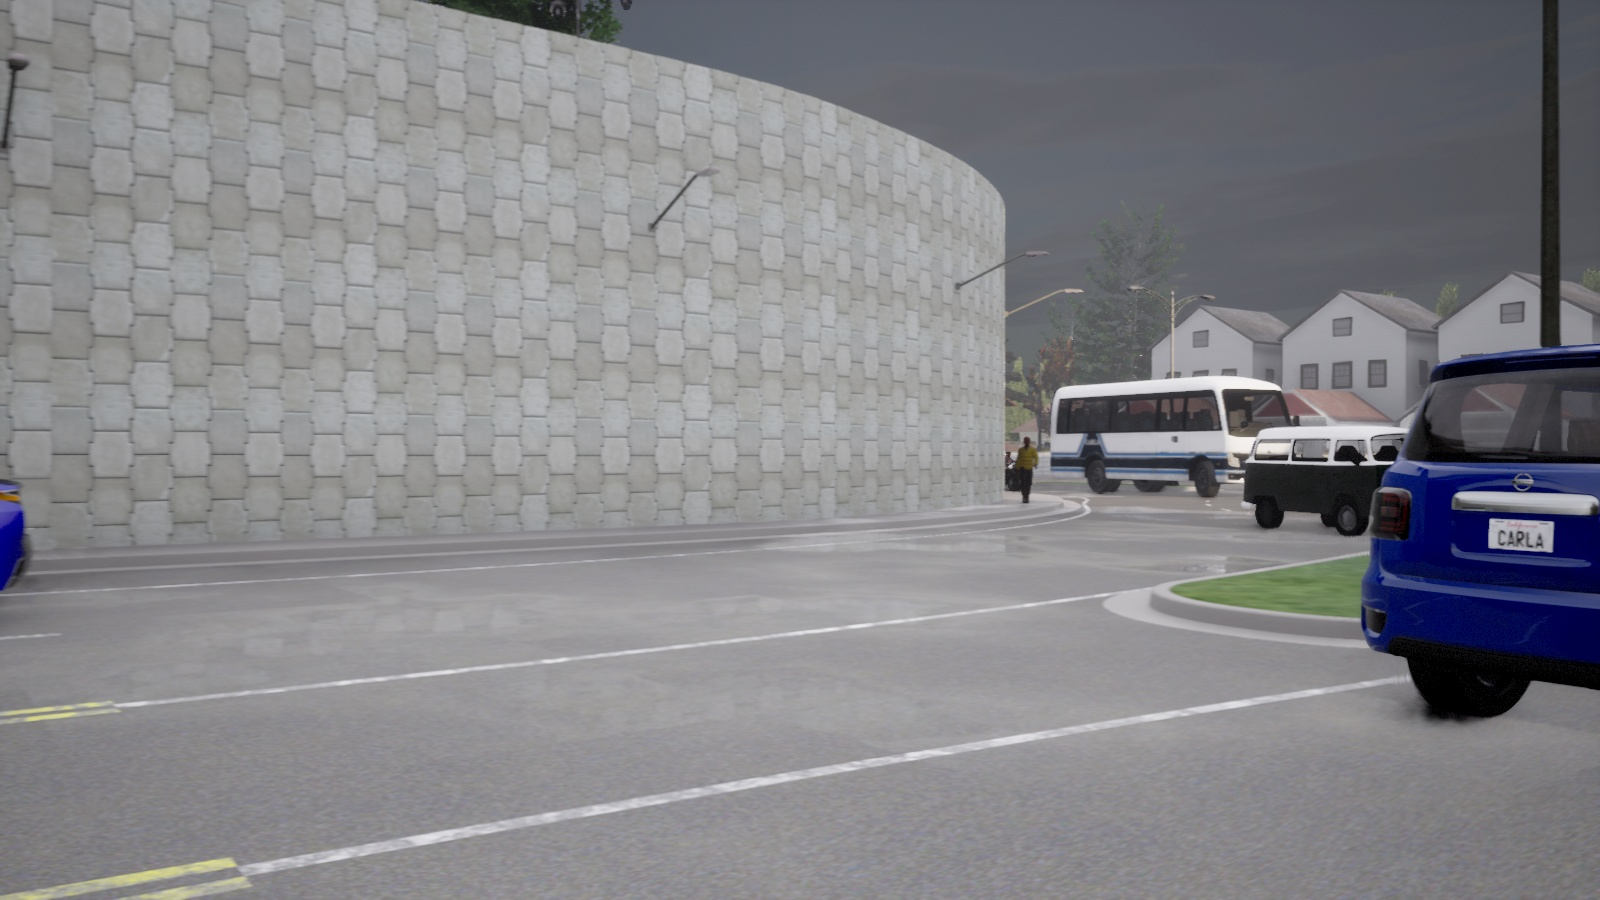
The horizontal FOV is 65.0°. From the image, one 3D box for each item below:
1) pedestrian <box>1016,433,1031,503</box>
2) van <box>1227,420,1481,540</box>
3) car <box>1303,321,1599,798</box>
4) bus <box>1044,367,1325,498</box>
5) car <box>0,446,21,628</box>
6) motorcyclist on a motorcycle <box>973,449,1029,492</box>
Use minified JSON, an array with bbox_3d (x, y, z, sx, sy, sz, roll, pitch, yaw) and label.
[{"bbox_3d":[5.890,0.466,33.047,0.370,1.835,0.726,0,0,11],"label":"pedestrian"},{"bbox_3d":[10.299,0.503,23.783,2.069,2.038,4.480,0,0,-14],"label":"van"},{"bbox_3d":[5.601,0.469,7.156,5.566,2.045,2.150,0,0,-31],"label":"car"},{"bbox_3d":[13.751,-0.551,46.260,3.944,4.253,10.273,0,0,-26],"label":"bus"},{"bbox_3d":[-9.027,0.734,10.160,4.514,1.525,2.007,0,0,-35],"label":"car"},{"bbox_3d":[7.929,0.796,49.684,0.766,1.649,2.350,0,0,-34],"label":"motorcyclist on a motorcycle"}]
